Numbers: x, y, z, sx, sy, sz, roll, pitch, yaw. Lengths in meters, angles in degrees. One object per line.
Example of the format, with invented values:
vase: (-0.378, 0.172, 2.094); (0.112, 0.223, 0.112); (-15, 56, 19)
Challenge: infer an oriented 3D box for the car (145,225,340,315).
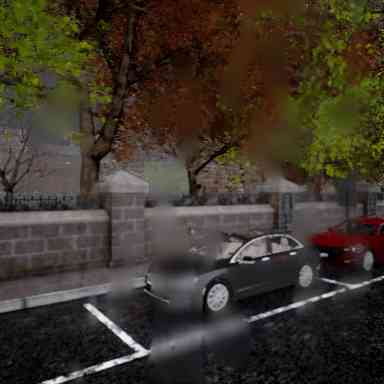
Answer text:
car: (1.085, 1.536, 7.426); (4.403, 1.369, 2.008); (0, 0, -35)

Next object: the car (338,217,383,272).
car: (5.566, 1.514, 10.684); (4.507, 1.381, 1.887); (0, 0, -35)
